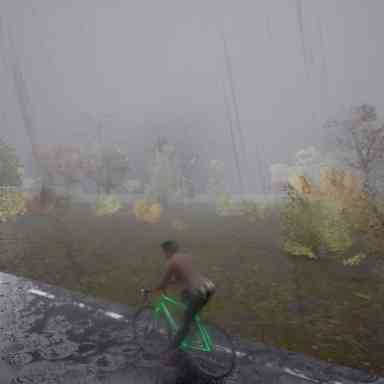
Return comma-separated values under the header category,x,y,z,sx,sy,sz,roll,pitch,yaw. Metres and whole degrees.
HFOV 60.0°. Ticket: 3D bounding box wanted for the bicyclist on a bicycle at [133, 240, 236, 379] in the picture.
category,x,y,z,sx,sy,sz,roll,pitch,yaw
bicyclist on a bicycle,-0.167,1.464,4.330,1.656,1.620,0.582,0,0,35
